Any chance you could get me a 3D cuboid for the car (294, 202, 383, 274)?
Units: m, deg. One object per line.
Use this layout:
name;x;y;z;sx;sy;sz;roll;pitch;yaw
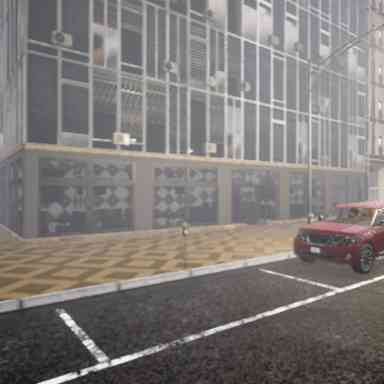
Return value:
car;5.448;1.271;10.616;5.009;1.841;2.192;0;1;-36
